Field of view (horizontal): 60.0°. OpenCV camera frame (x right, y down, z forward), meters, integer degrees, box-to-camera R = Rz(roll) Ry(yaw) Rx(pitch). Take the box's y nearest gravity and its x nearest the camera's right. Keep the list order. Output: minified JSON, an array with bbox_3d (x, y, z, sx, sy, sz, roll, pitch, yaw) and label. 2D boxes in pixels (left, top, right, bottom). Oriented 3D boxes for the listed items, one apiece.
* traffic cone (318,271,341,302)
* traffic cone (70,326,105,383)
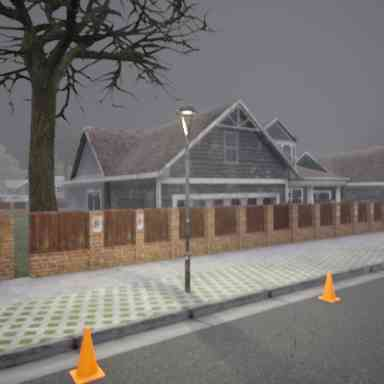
[{"bbox_3d":[2.866,1.941,6.942,0.340,0.580,0.340,0,0,-34],"label":"traffic cone"},{"bbox_3d":[-1.287,1.952,4.087,0.340,0.580,0.340,0,0,-35],"label":"traffic cone"}]
